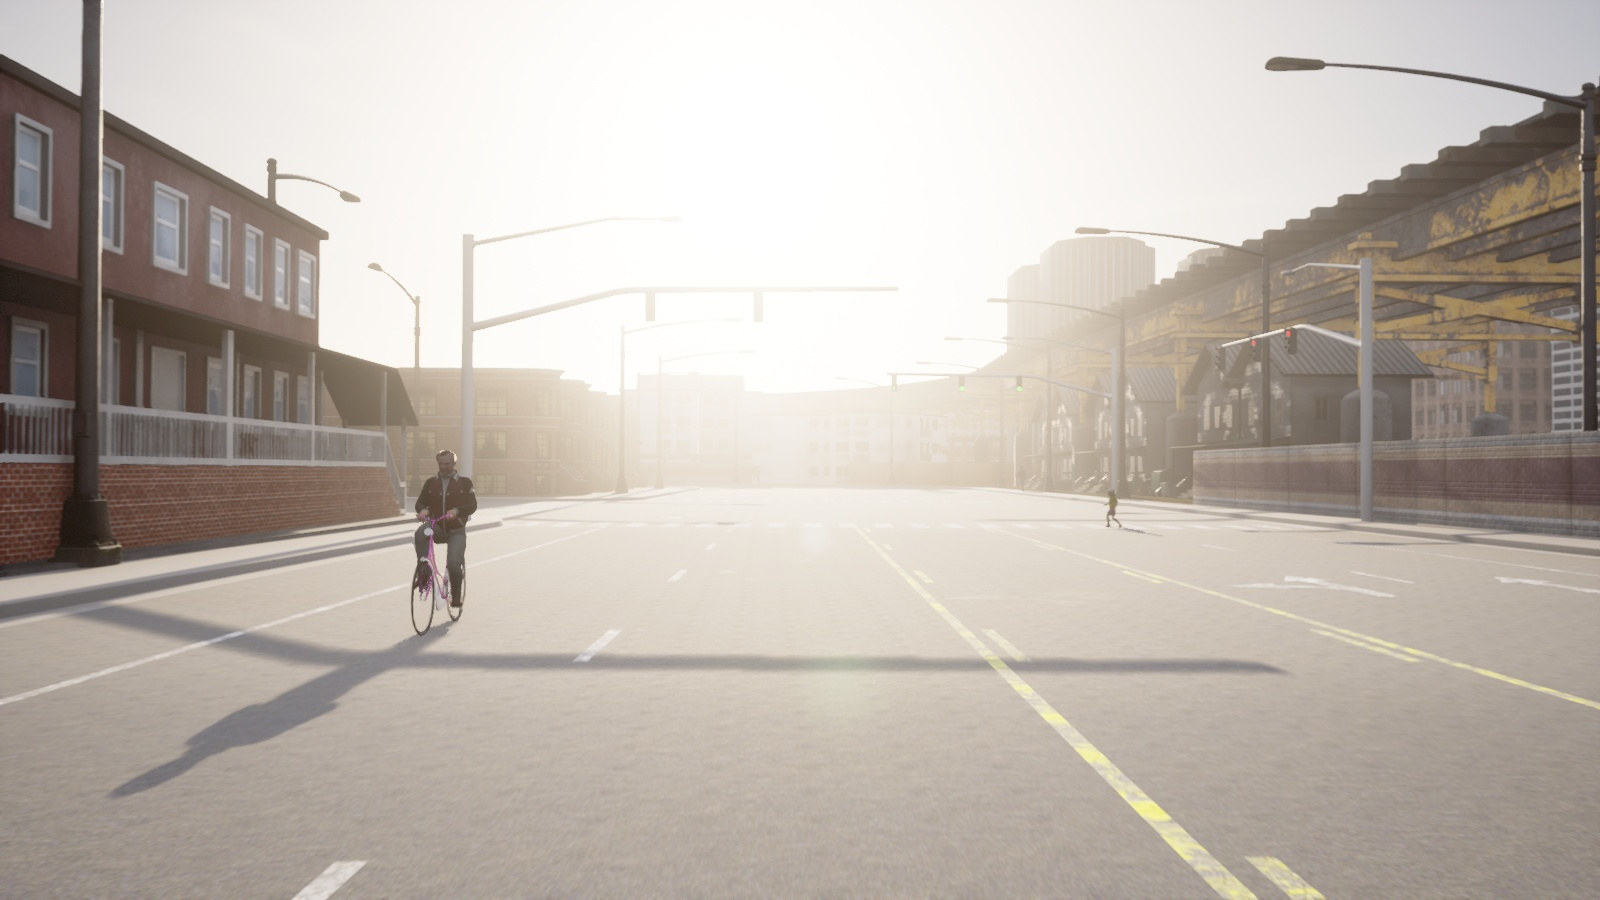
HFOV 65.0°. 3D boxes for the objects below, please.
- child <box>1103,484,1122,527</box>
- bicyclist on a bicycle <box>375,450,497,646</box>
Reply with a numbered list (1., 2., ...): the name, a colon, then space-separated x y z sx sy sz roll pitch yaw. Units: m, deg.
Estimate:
1. child: 8.646 1.533 34.732 0.473 1.160 0.299 0 -1 8
2. bicyclist on a bicycle: -3.527 0.906 12.332 0.659 1.776 1.843 0 -1 0
